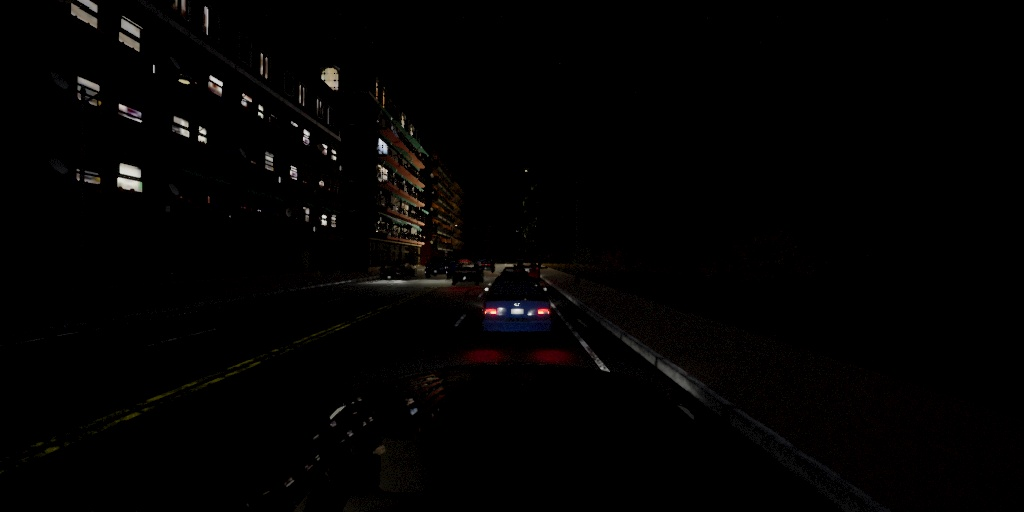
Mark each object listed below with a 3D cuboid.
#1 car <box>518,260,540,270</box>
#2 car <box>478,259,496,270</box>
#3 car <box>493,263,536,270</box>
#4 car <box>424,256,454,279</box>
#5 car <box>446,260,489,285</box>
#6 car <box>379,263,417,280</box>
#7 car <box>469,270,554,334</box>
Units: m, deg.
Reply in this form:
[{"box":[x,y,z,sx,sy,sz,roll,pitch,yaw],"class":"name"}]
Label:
[{"box":[1.187,1.105,29.865,2.097,1.767,4.553,0,0,0],"class":"car"},{"box":[-3.074,1.241,44.231,2.128,1.511,4.902,0,-1,0],"class":"car"},{"box":[0.128,1.317,20.930,1.994,1.385,4.181,0,0,1],"class":"car"},{"box":[-6.545,0.975,33.416,2.150,2.045,5.566,0,0,0],"class":"car"},{"box":[-3.107,1.245,26.043,2.128,1.511,4.902,0,0,0],"class":"car"},{"box":[-9.796,1.301,31.276,2.033,1.411,5.357,0,0,0],"class":"car"},{"box":[0.117,1.299,10.597,2.033,1.411,5.357,0,0,0],"class":"car"}]
